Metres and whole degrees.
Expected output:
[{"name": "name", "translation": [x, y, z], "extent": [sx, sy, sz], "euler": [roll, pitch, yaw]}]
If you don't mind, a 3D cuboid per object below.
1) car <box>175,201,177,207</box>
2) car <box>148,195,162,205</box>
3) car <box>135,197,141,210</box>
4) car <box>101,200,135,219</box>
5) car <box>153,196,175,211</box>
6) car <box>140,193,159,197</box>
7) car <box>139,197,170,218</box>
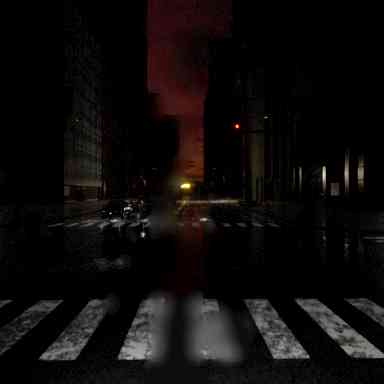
[{"name": "car", "translation": [-3.391, 1.569, 50.183], "extent": [1.994, 1.385, 4.181], "euler": [0, 0, 1]}, {"name": "car", "translation": [-6.626, 1.359, 60.198], "extent": [2.097, 1.767, 4.553], "euler": [0, 0, -2]}, {"name": "car", "translation": [-6.641, 1.604, 38.863], "extent": [1.895, 1.301, 4.718], "euler": [0, 0, 0]}, {"name": "car", "translation": [-6.646, 1.507, 29.600], "extent": [1.837, 1.490, 4.892], "euler": [0, 0, 1]}, {"name": "car", "translation": [-3.397, 1.529, 40.171], "extent": [1.812, 1.442, 4.674], "euler": [0, 0, 0]}, {"name": "car", "translation": [-6.644, 1.226, 49.160], "extent": [2.150, 2.045, 5.566], "euler": [0, 0, 1]}, {"name": "car", "translation": [-3.379, 1.480, 30.891], "extent": [1.882, 1.535, 5.008], "euler": [0, 0, 0]}]
